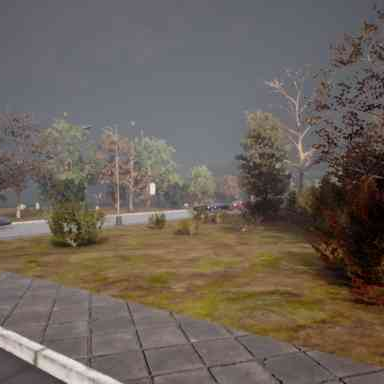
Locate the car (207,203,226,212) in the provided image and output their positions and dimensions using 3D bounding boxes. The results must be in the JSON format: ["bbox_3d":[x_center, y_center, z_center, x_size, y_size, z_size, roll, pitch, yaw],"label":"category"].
[{"bbox_3d":[4.320,2.433,53.283,1.895,1.301,4.718,-3,-2,32],"label":"car"}]

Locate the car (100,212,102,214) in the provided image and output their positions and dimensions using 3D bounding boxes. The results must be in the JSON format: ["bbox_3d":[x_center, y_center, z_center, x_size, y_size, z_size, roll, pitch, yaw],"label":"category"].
[{"bbox_3d":[-11.653,2.453,34.835,1.895,1.301,4.718,-3,-2,32],"label":"car"}]

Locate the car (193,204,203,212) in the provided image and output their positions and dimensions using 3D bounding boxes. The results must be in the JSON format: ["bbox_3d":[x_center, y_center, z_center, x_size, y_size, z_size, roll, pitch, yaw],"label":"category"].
[{"bbox_3d":[2.002,2.612,56.367,1.895,1.301,4.718,-3,-2,32],"label":"car"}]

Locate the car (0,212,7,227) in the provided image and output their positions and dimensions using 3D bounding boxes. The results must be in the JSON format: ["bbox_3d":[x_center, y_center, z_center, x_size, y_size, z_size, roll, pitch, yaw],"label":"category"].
[{"bbox_3d":[-19.306,2.590,29.468,1.895,1.301,4.718,-3,-2,33],"label":"car"}]

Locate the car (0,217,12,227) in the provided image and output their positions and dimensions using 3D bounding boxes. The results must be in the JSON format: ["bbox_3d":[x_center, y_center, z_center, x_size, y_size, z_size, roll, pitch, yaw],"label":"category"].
[{"bbox_3d":[-17.249,2.379,26.245,2.033,1.411,5.357,-3,-2,33],"label":"car"}]

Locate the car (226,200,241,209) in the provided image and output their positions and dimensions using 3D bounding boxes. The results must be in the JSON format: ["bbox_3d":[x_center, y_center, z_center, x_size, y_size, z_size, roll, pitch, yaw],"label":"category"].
[{"bbox_3d":[7.626,2.035,51.991,2.097,1.767,4.553,-3,-2,32],"label":"car"}]
